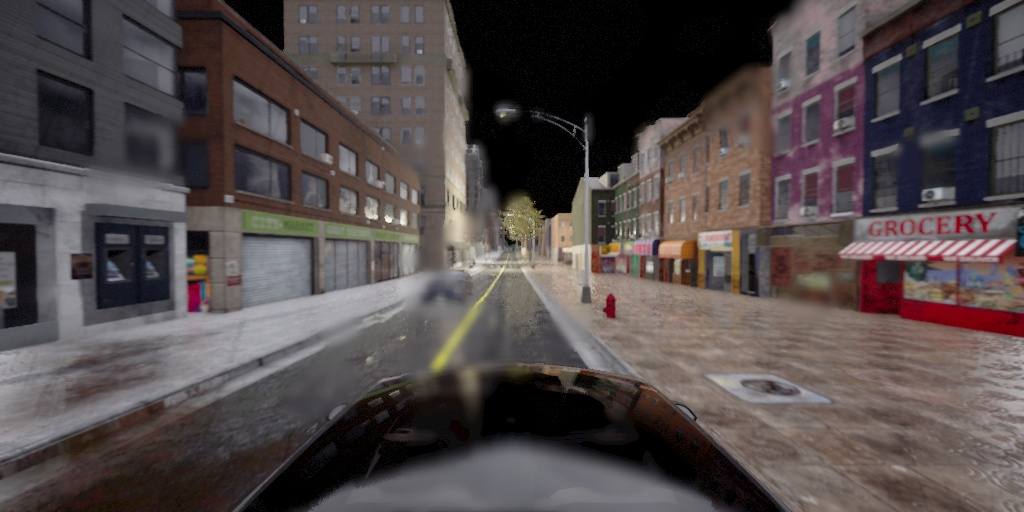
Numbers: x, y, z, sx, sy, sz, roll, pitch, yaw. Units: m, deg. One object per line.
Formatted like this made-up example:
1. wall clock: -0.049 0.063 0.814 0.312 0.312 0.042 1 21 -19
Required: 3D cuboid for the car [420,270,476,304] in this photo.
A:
1. car: -2.814 1.350 16.911 2.033 1.411 5.357 0 0 0
